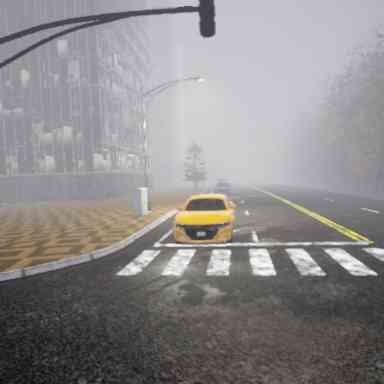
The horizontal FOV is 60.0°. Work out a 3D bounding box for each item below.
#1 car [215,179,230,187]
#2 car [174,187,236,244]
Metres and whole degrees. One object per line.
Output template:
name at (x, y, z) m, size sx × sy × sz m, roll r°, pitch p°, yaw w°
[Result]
car at (3.314, -0.323, 35.817) m, size 2.033 × 1.411 × 5.357 m, roll -2°, pitch 3°, yaw 6°
car at (0.577, 0.833, 12.295) m, size 1.882 × 1.535 × 5.008 m, roll -2°, pitch 3°, yaw 7°
